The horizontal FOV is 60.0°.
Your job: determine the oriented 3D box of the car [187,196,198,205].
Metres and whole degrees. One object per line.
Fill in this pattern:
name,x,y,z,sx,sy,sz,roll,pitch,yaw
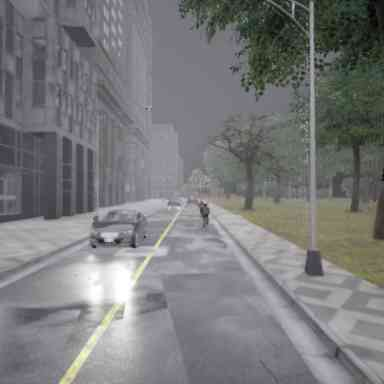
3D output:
car,0.094,1.569,65.903,2.097,1.767,4.553,0,0,0

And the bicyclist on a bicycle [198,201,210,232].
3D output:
bicyclist on a bicycle,0.830,1.501,19.625,0.582,1.620,1.656,0,0,0

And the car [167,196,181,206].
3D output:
car,-3.036,1.523,56.445,2.097,1.767,4.553,0,0,1

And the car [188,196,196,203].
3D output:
car,0.018,1.797,78.631,1.812,1.442,4.674,0,0,0

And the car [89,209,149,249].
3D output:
car,-3.095,1.527,14.873,2.128,1.511,4.902,0,0,0
